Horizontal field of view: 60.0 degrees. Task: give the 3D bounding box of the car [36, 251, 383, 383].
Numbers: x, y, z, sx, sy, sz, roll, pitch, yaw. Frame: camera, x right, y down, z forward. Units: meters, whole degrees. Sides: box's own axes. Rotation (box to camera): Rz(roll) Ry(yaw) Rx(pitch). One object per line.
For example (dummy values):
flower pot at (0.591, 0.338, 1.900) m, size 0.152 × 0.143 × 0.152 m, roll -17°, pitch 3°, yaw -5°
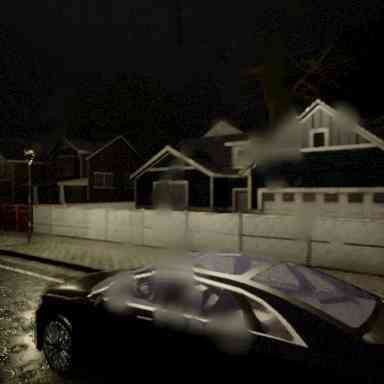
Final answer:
car at (0.082, 1.490, 3.934) m, size 4.902 × 1.511 × 2.128 m, roll 0°, pitch 0°, yaw 35°
